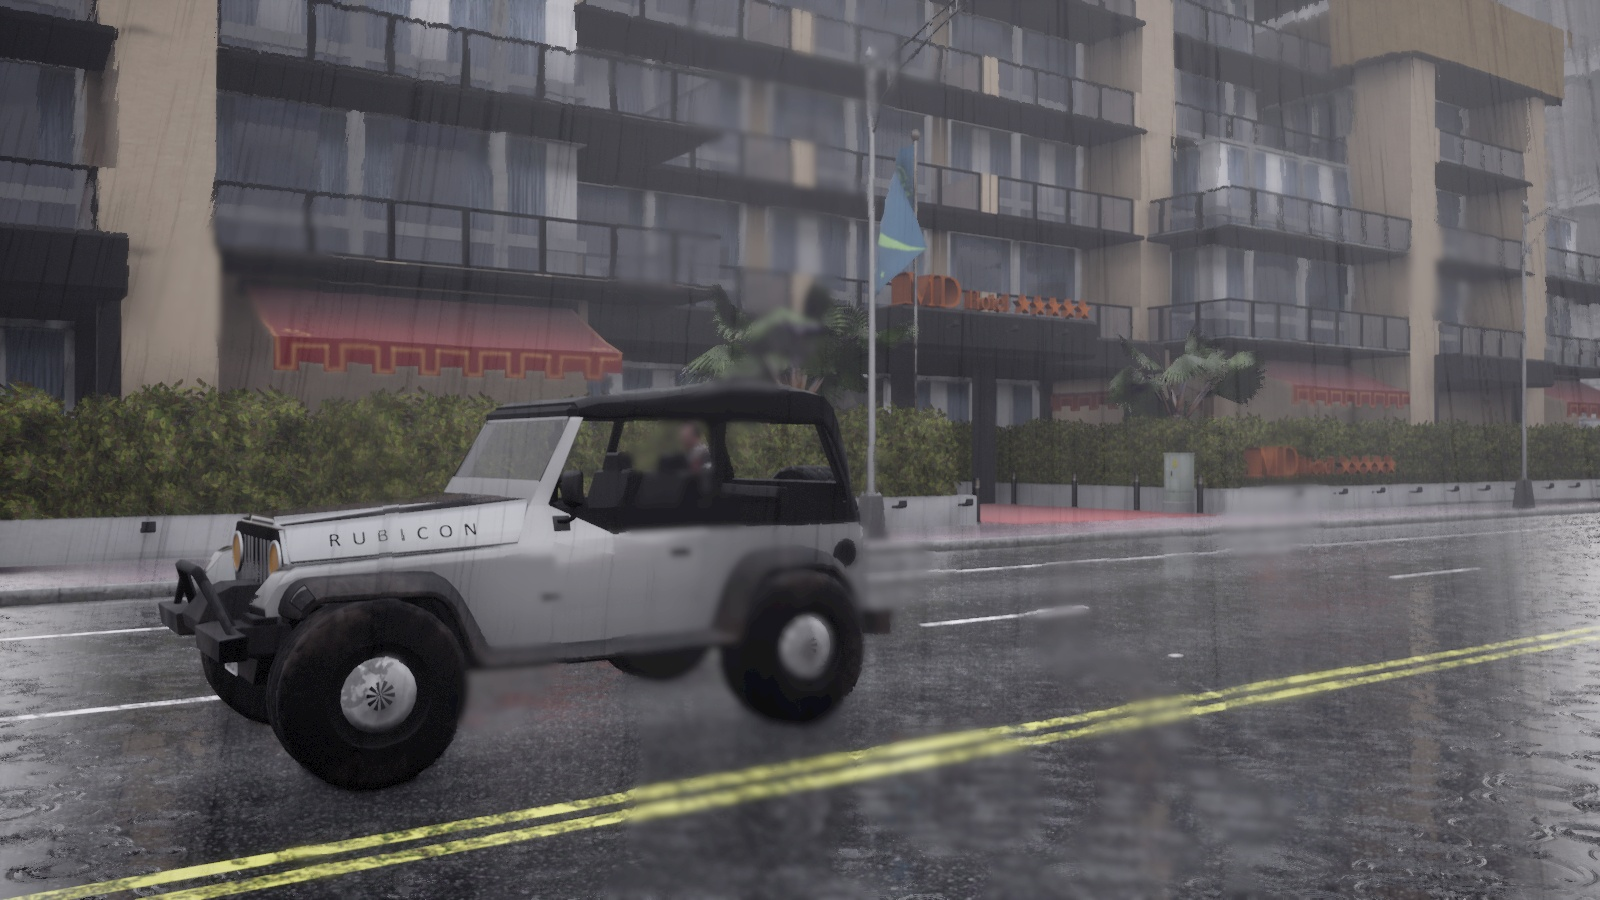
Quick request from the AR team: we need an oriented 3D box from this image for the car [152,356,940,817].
[{"bbox_3d":[-1.315,0.557,7.011,3.866,1.878,1.905,0,0,-35],"label":"car"}]
